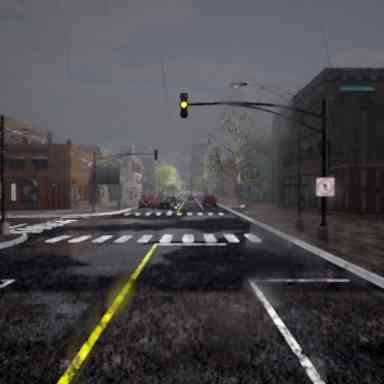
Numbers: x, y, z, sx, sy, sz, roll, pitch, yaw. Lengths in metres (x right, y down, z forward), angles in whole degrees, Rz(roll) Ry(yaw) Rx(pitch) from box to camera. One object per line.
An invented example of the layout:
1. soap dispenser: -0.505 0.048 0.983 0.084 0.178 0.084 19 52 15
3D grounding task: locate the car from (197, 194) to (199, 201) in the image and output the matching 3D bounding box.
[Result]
1. car: 2.534 1.436 66.162 2.008 1.369 4.403 -1 0 0

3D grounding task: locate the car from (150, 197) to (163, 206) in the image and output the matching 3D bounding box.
1. car: -5.820 1.487 55.055 1.802 1.307 4.206 -1 0 0

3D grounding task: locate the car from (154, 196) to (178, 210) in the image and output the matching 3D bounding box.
1. car: -3.191 1.493 41.426 1.994 1.385 4.181 0 0 0

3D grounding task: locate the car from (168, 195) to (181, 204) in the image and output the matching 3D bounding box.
1. car: -3.145 1.385 61.356 2.128 1.511 4.902 0 0 0

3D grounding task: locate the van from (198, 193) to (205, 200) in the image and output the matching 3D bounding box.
1. van: 2.481 1.187 88.338 1.690 1.788 3.998 -1 0 0

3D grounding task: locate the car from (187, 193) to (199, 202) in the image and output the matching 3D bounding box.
1. car: -0.164 1.400 69.968 2.128 1.511 4.902 0 0 0

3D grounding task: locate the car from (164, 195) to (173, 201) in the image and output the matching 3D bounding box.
1. car: -5.885 1.400 82.775 1.887 1.381 4.507 0 0 0

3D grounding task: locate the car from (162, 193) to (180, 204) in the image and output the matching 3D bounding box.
1. car: -3.187 1.389 51.226 1.882 1.535 5.008 0 0 0

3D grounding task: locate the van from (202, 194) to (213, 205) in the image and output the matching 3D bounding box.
1. van: 2.558 1.246 55.074 1.690 1.788 3.998 -1 0 0

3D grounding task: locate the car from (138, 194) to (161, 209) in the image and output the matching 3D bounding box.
1. car: -5.797 1.239 43.966 2.192 1.841 5.009 -1 0 0

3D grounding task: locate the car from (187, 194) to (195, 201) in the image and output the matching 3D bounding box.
1. car: -0.186 1.235 80.384 1.882 1.535 5.008 0 0 0

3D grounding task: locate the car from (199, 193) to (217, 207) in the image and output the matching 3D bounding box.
1. car: 2.571 1.230 49.530 2.192 1.841 5.009 -1 0 0

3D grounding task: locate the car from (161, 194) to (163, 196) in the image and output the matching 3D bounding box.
1. car: -5.808 1.459 49.511 1.887 1.381 4.507 -1 0 0

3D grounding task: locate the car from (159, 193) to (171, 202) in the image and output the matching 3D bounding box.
1. car: -5.861 1.190 71.687 2.192 1.841 5.009 -1 0 0

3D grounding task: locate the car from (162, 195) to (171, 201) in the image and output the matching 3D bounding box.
1. car: -5.872 1.431 77.231 1.947 1.339 4.313 -1 0 0

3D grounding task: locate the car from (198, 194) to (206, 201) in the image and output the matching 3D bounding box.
1. car: 2.494 1.296 82.794 1.967 1.590 4.097 -1 0 0
